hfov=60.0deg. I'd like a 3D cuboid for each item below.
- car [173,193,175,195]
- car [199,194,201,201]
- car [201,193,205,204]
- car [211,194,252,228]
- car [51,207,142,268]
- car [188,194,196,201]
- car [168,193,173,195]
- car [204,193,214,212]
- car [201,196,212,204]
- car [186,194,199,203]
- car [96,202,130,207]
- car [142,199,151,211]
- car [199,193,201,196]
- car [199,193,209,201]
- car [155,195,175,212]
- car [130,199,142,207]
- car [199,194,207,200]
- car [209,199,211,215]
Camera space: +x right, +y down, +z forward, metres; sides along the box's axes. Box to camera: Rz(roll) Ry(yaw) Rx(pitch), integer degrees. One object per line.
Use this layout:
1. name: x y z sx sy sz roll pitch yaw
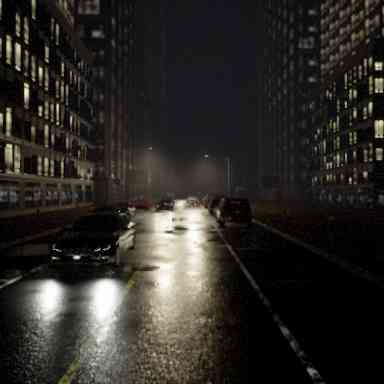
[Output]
1. car: -5.701 1.124 88.439 2.192 1.841 5.009 0 0 0
2. car: 2.685 1.433 55.206 2.008 1.369 4.403 0 0 0
3. car: 2.688 1.222 44.127 2.192 1.841 5.009 0 0 0
4. car: 2.692 1.270 21.969 2.192 1.841 5.009 0 0 0
5. car: -3.092 1.481 11.334 1.837 1.490 4.892 0 0 0
6. car: -0.012 1.223 73.934 1.837 1.490 4.892 0 0 0
7. car: -5.699 1.429 71.822 1.802 1.307 4.206 0 0 0
8. car: 2.690 1.246 33.049 2.192 1.841 5.009 0 0 0
9. car: 2.684 1.396 60.915 1.752 1.417 4.829 0 0 0
10. car: -0.010 1.390 63.926 1.812 1.442 4.674 0 0 0
11. car: -5.689 1.522 21.968 1.947 1.339 4.313 0 0 0
12. car: -5.692 1.502 38.586 1.802 1.307 4.206 0 0 0
13. car: 2.682 1.412 71.824 1.947 1.339 4.313 0 0 0
14. car: 2.682 1.148 77.362 2.192 1.841 5.009 0 0 0
15. car: -3.007 1.481 38.402 1.837 1.490 4.892 0 0 0
16. car: -5.690 1.495 27.507 2.008 1.369 4.403 0 0 0
17. car: 2.680 1.261 82.902 1.967 1.590 4.097 0 0 0
18. car: 2.690 1.488 27.509 1.887 1.381 4.507 0 0 0
